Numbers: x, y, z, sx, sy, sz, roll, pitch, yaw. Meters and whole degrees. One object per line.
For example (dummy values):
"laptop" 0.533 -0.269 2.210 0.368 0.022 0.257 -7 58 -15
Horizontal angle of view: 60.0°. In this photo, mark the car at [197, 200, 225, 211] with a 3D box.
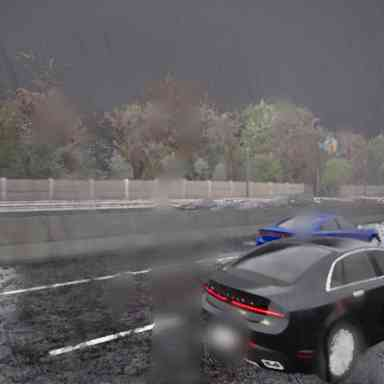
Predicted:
"car" 3.528 1.513 32.297 5.357 1.411 2.033 0 0 -35

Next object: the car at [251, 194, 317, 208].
"car" 7.716 1.187 26.685 5.566 2.045 2.150 0 0 -35

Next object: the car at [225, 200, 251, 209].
"car" 5.727 1.457 29.564 4.902 1.511 2.128 0 0 -35

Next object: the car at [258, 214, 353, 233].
"car" 4.371 1.461 11.159 5.008 1.535 1.882 0 0 -36

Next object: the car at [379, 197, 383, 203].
"car" 35.101 1.272 58.986 4.553 1.767 2.097 0 0 -35

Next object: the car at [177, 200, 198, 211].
"car" 1.120 1.513 34.879 5.357 1.411 2.033 0 0 -35

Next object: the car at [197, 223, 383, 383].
"car" 2.355 1.496 5.425 4.892 1.490 1.837 0 0 -35
